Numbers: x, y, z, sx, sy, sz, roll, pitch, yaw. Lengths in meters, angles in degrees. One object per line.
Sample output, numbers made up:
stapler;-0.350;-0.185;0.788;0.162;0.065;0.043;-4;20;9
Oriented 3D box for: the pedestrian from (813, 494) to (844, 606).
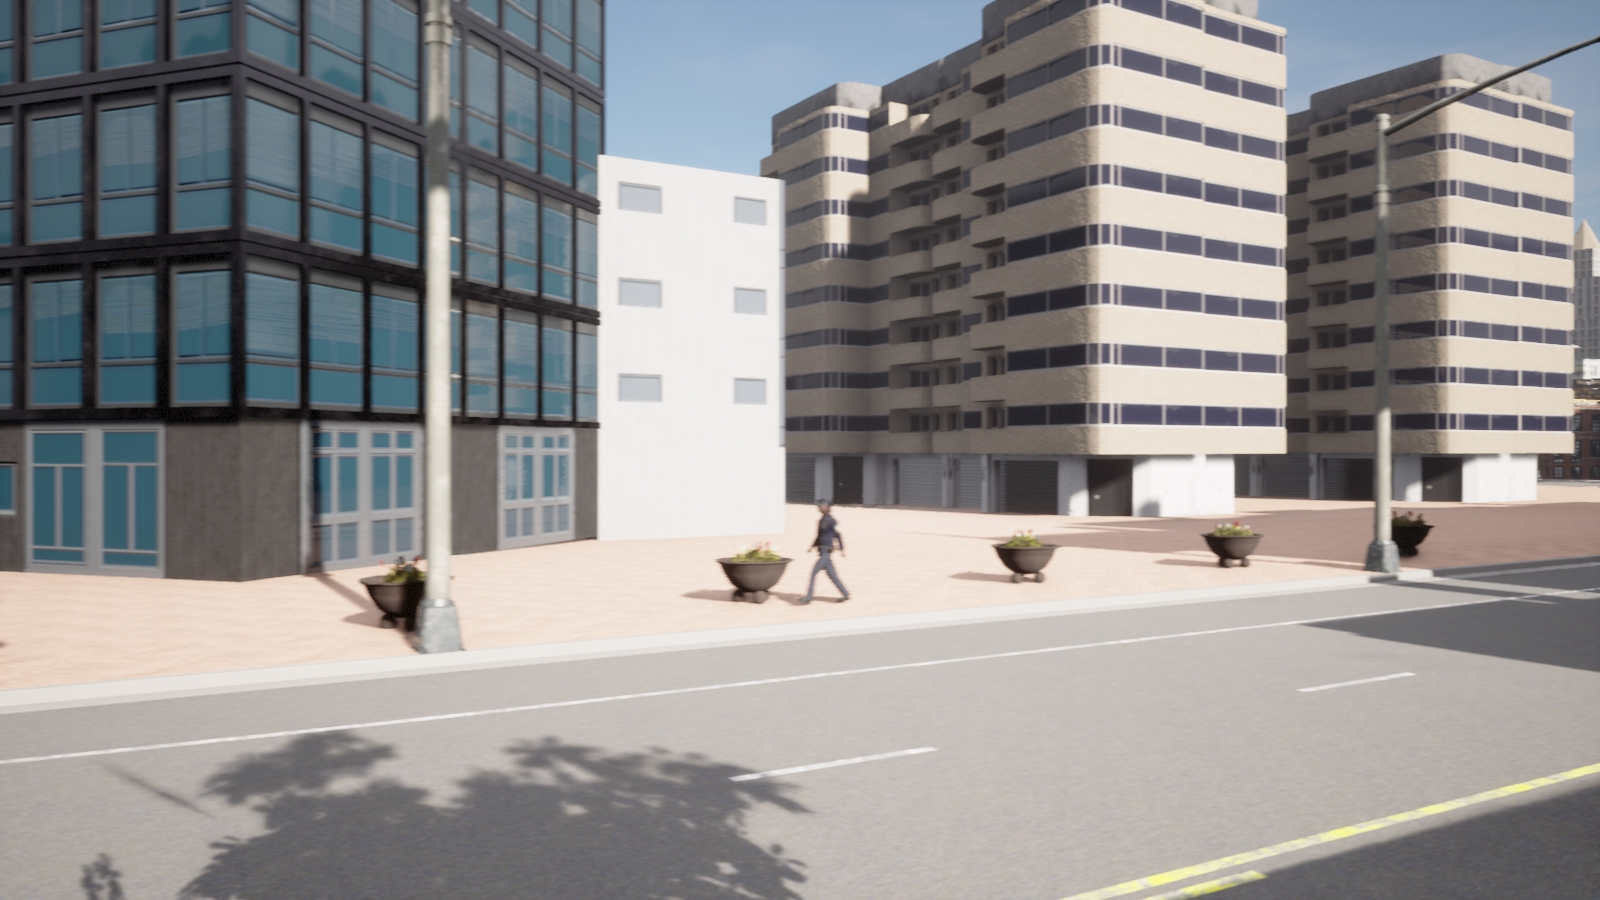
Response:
pedestrian;0.486;1.687;19.434;0.375;1.860;0.375;0;0;-30
